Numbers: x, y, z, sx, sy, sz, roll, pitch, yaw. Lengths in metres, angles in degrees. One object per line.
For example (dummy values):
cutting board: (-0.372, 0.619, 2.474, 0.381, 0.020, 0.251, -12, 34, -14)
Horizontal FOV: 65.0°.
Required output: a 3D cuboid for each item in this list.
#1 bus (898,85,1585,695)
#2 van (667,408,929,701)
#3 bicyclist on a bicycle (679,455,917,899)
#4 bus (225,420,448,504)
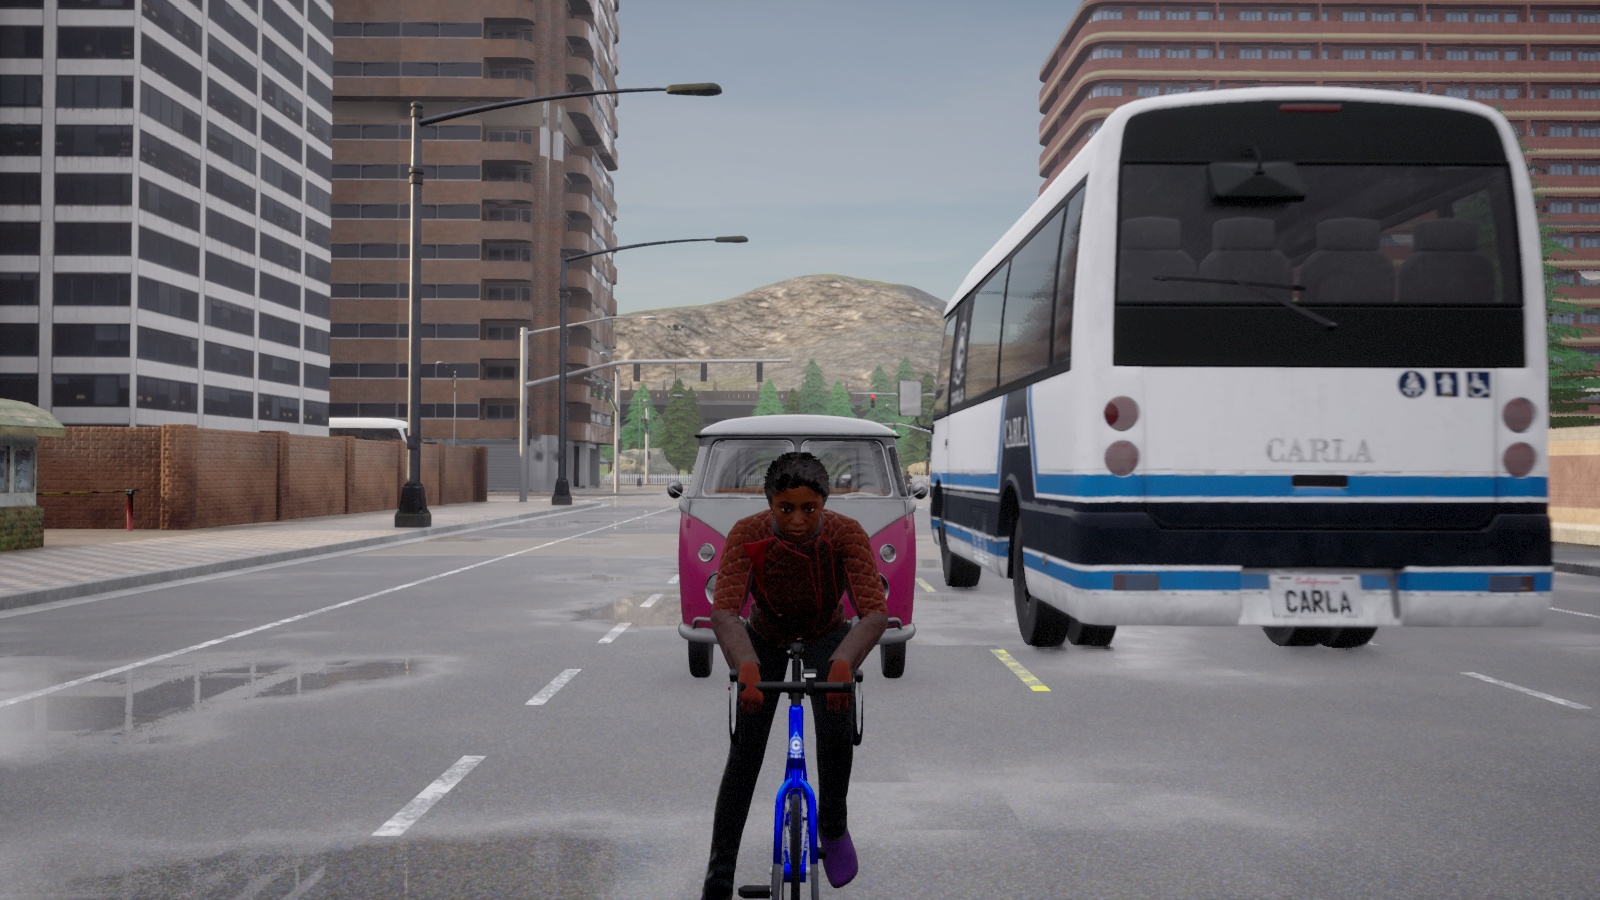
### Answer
bus: (3.476, -0.343, 13.906, 3.944, 4.253, 10.273, 0, -1, 0)
van: (-0.015, 0.748, 10.772, 1.775, 1.987, 4.442, 0, -1, 0)
bicyclist on a bicycle: (-0.005, 0.833, 3.919, 0.582, 1.620, 1.656, 0, -1, 0)
bus: (-24.146, 0.639, 65.914, 10.273, 4.253, 3.944, 0, -1, 0)
